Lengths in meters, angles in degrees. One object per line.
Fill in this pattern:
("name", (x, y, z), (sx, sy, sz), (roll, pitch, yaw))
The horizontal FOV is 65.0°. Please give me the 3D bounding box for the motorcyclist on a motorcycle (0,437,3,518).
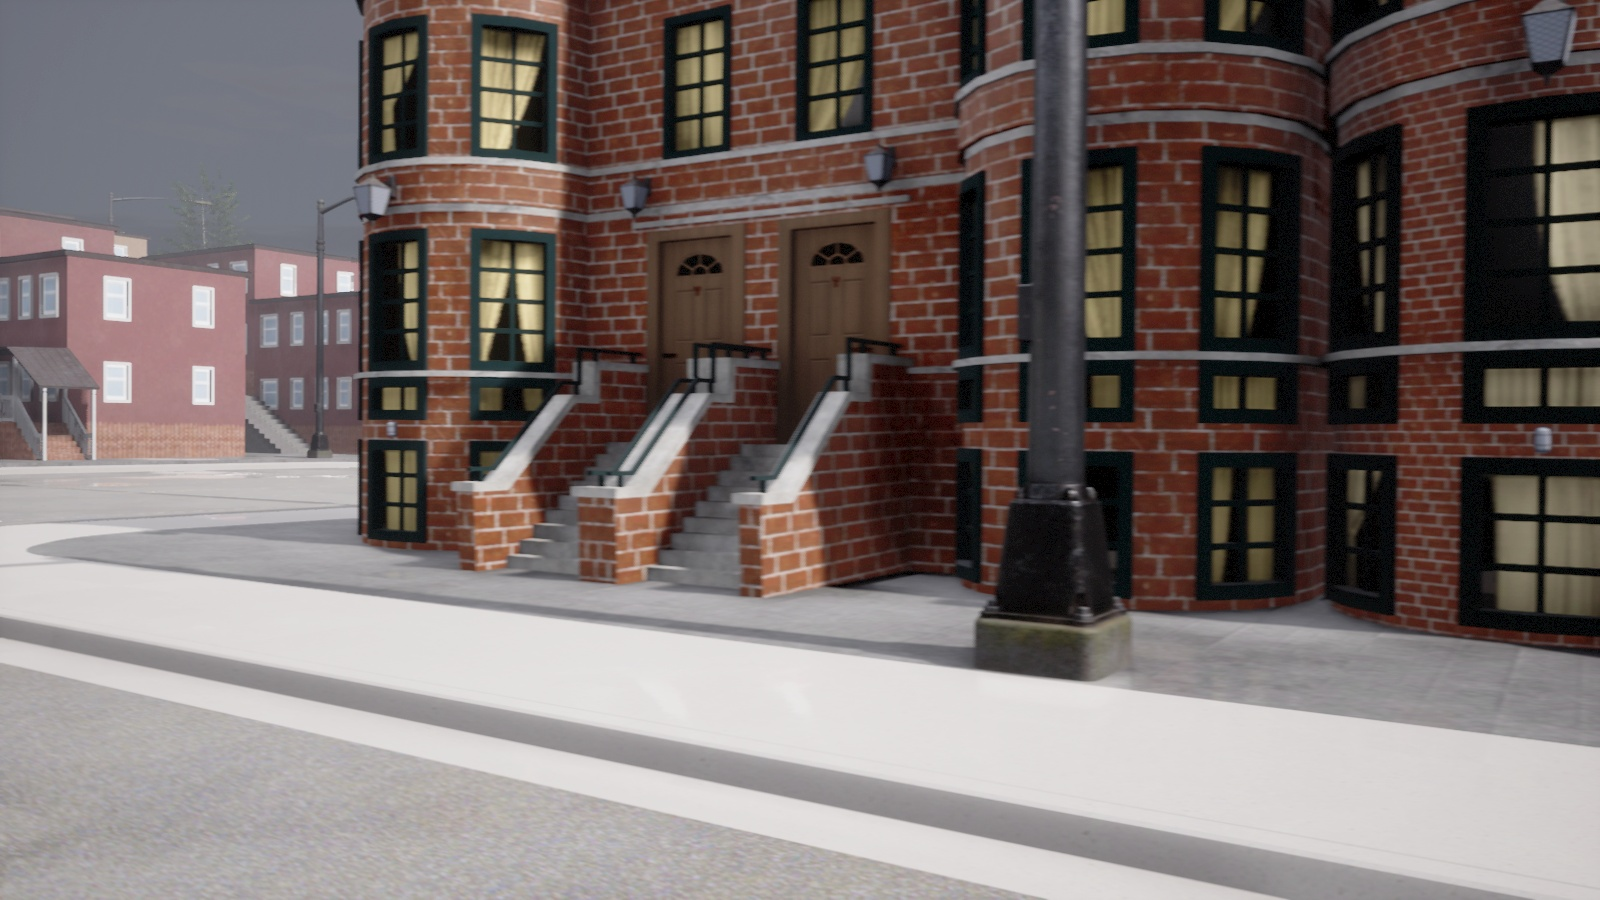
("motorcyclist on a motorcycle", (-15.994, 0.541, 23.148), (0.797, 1.523, 2.044), (0, 1, 34))
